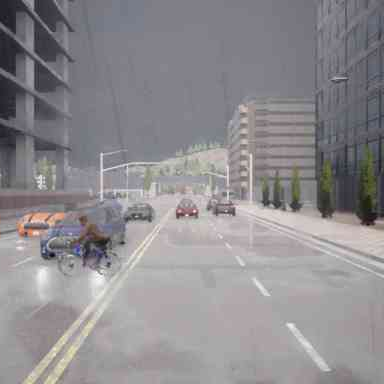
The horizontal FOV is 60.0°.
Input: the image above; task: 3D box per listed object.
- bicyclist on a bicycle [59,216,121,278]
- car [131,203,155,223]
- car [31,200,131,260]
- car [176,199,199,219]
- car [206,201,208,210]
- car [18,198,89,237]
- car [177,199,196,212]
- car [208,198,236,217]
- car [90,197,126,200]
[{"bbox_3d":[-2.687,1.453,8.750,1.656,1.620,0.582,-1,0,-1],"label":"bicyclist on a bicycle"},{"bbox_3d":[-3.970,1.564,25.695,1.994,1.385,4.181,0,0,-1],"label":"car"},{"bbox_3d":[-3.815,1.353,12.422,2.097,1.767,4.553,0,0,-1],"label":"car"},{"bbox_3d":[-0.436,1.601,29.306,1.895,1.301,4.718,0,0,-1],"label":"car"},{"bbox_3d":[2.821,1.526,41.133,1.812,1.442,4.674,0,0,-1],"label":"car"},{"bbox_3d":[-7.387,1.351,17.946,2.097,1.767,4.553,0,0,-1],"label":"car"},{"bbox_3d":[-0.653,1.547,39.488,2.033,1.411,5.357,0,0,-1],"label":"car"},{"bbox_3d":[3.013,1.491,31.871,2.128,1.511,4.902,0,0,-1],"label":"car"},{"bbox_3d":[-7.625,1.478,30.433,1.882,1.535,5.008,0,0,0],"label":"car"}]
